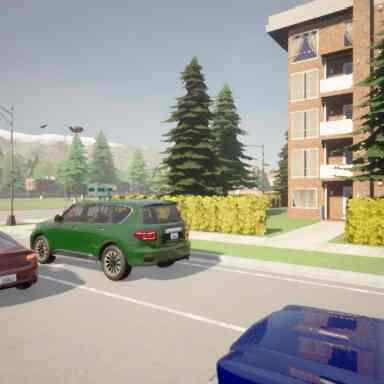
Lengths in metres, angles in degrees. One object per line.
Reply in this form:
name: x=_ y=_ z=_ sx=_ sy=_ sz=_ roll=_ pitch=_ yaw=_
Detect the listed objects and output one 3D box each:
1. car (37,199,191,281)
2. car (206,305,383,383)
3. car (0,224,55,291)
car: x=-2.628 y=1.221 z=10.103 sx=5.566 sy=2.045 sz=2.150 roll=0 pitch=0 yaw=36
car: x=2.458 y=1.601 z=2.242 sx=4.718 sy=1.301 sz=1.895 roll=0 pitch=0 yaw=35
car: x=-5.432 y=1.526 z=7.810 sx=4.674 sy=1.442 sz=1.812 roll=0 pitch=0 yaw=36
